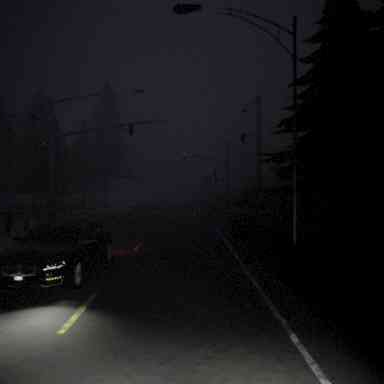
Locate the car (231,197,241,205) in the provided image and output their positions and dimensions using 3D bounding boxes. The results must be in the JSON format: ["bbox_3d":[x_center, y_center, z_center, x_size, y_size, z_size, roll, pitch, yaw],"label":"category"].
[{"bbox_3d":[8.835,1.108,51.437,4.605,1.855,1.932,0,0,-1],"label":"car"}]

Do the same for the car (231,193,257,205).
[{"bbox_3d":[8.419,1.108,53.947,3.866,1.878,1.905,0,0,-1],"label":"car"}]

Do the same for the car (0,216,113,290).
[{"bbox_3d":[-3.536,1.497,9.233,1.837,1.490,4.892,0,0,0],"label":"car"}]
